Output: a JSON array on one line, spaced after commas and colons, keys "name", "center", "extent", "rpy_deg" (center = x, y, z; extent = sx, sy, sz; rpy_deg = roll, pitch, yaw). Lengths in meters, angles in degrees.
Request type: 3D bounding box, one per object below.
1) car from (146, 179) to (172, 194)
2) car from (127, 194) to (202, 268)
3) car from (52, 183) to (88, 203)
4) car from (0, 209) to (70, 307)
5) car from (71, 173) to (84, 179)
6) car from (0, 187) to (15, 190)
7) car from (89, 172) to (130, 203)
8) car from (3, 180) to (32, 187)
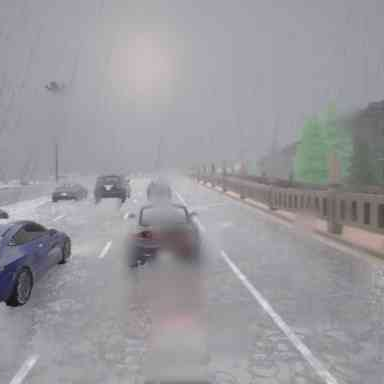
[{"name": "car", "center": [-2.709, -0.306, 27.497], "extent": [2.128, 1.511, 4.902], "rpy_deg": [-2, 5, -6]}, {"name": "car", "center": [-0.836, 1.066, 9.846], "extent": [1.837, 1.490, 4.892], "rpy_deg": [-2, 4, -6]}, {"name": "car", "center": [-9.644, -0.026, 26.552], "extent": [1.994, 1.385, 4.181], "rpy_deg": [-2, 5, -6]}, {"name": "car", "center": [-4.091, 1.315, 7.243], "extent": [1.812, 1.442, 4.674], "rpy_deg": [-2, 4, -5]}, {"name": "car", "center": [-25.292, -3.567, 73.454], "extent": [1.882, 1.535, 5.008], "rpy_deg": [-2, 3, -6]}, {"name": "car", "center": [-8.010, 0.962, 11.181], "extent": [2.097, 1.767, 4.553], "rpy_deg": [-2, 4, -6]}, {"name": "car", "center": [-6.029, -0.353, 25.514], "extent": [2.150, 2.045, 5.566], "rpy_deg": [-2, 5, -6]}, {"name": "car", "center": [-17.594, -0.468, 33.419], "extent": [1.812, 1.442, 4.674], "rpy_deg": [-2, 5, -6]}]
